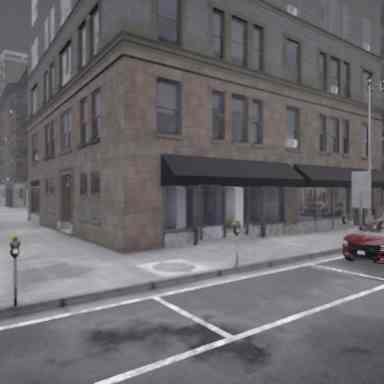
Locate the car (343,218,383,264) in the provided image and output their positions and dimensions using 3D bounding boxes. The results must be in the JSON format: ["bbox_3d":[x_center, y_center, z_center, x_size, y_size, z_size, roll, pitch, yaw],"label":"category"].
[{"bbox_3d":[6.783,1.530,11.031,4.507,1.381,1.887,0,0,-36],"label":"car"}]
